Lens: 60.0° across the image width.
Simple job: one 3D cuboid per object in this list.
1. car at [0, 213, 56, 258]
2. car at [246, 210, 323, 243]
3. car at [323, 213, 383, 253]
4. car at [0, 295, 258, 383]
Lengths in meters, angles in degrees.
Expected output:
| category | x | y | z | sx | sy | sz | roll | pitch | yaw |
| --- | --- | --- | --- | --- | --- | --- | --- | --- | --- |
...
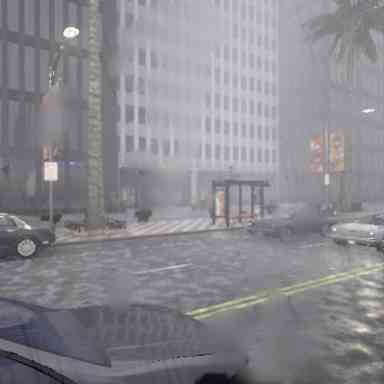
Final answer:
| category | x | y | z | sx | sy | sz | roll | pitch | yaw |
| --- | --- | --- | --- | --- | --- | --- | --- | --- | --- |
| car | -7.201 | 1.477 | 11.121 | 4.892 | 1.521 | 2.231 | 0 | 0 | -35 |
| car | 4.815 | 1.550 | 15.844 | 4.718 | 1.301 | 1.895 | 0 | 0 | -35 |
| car | 7.732 | 1.547 | 13.611 | 4.718 | 1.301 | 1.895 | 0 | 0 | -35 |
| car | -2.003 | 1.548 | 2.327 | 5.357 | 1.411 | 2.033 | 0 | 0 | -35 |
